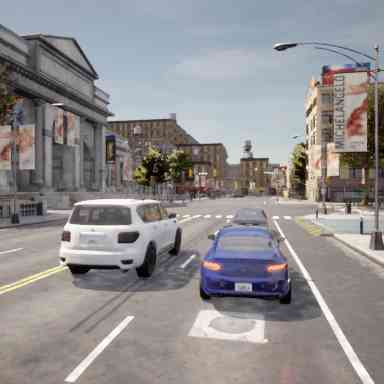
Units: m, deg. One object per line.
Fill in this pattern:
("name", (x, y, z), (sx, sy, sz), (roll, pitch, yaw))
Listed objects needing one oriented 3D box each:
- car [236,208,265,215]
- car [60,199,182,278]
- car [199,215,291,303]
("car", (3.091, 1.547, 17.537), (2.033, 1.411, 5.357), (0, 0, 11))
("car", (-1.843, 1.221, 10.369), (2.150, 2.045, 5.566), (0, 0, 10))
("car", (1.314, 1.526, 8.176), (1.812, 1.442, 4.674), (0, 0, 10))
